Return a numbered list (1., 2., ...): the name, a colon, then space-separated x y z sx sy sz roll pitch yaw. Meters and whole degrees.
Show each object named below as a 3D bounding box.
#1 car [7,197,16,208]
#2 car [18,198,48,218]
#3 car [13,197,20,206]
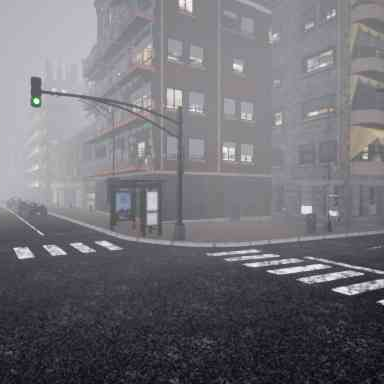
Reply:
1. car: -25.847 1.435 48.658 1.967 1.590 4.097 0 0 -32
2. car: -13.933 1.547 29.507 2.008 1.369 4.403 0 0 -32
3. car: -16.911 1.541 34.294 1.887 1.381 4.507 0 0 -32
